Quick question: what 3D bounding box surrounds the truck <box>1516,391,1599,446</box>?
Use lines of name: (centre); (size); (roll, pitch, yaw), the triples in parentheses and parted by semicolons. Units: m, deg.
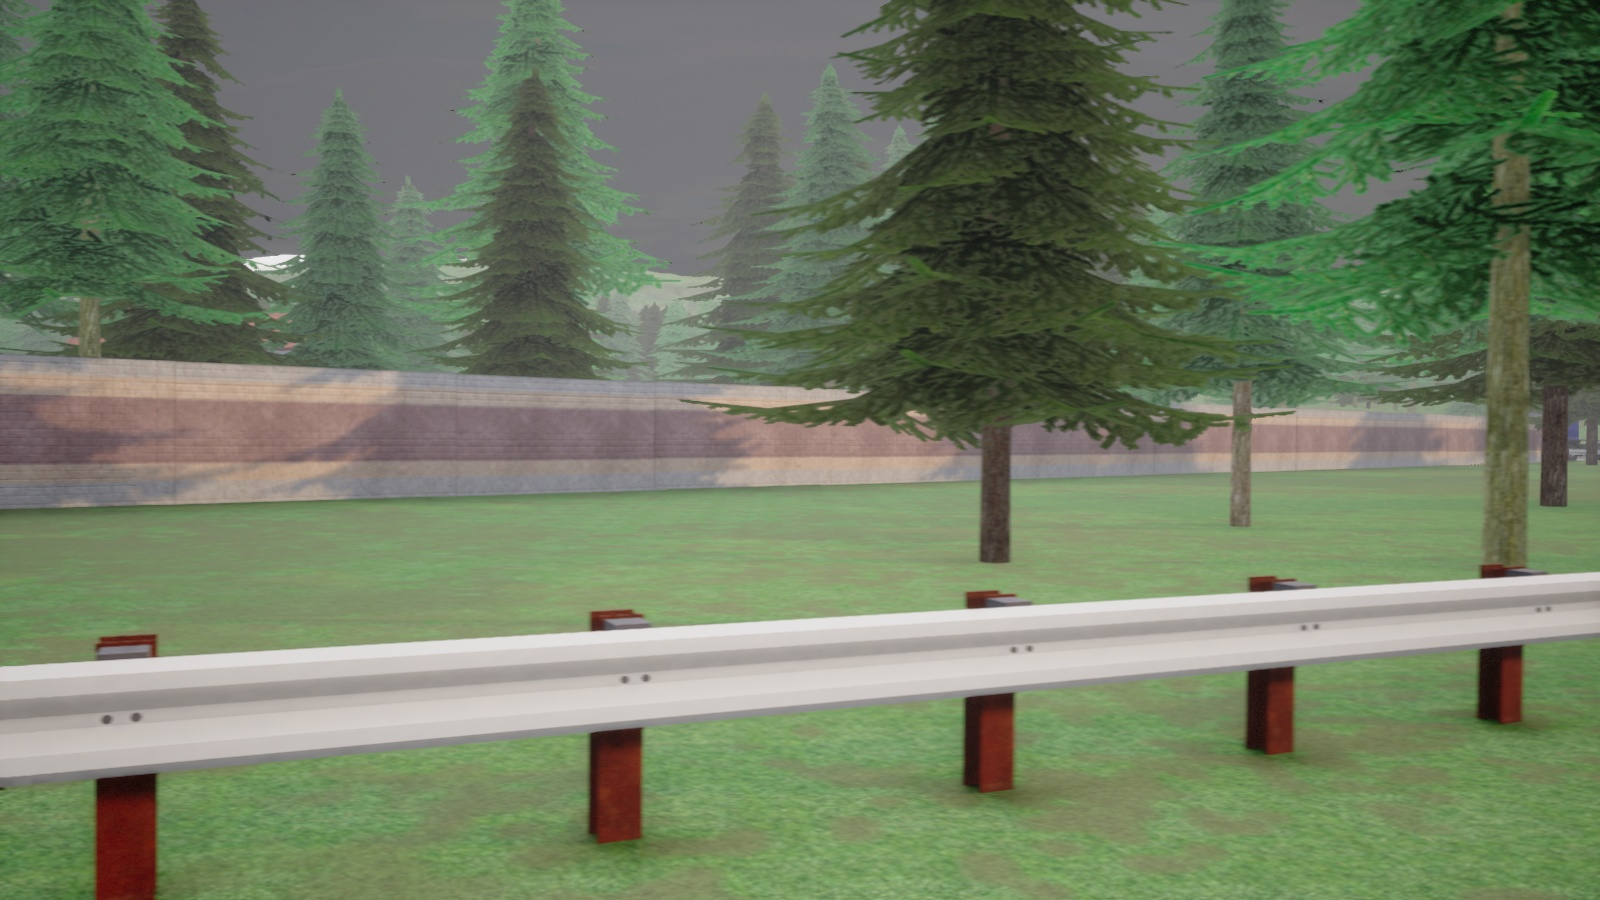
truck: (50.475, -2.018, 80.170); (7.936, 3.462, 2.891); (-1, 1, -1)
